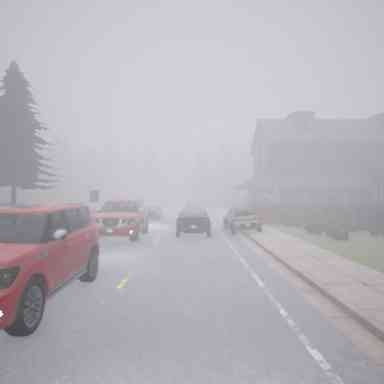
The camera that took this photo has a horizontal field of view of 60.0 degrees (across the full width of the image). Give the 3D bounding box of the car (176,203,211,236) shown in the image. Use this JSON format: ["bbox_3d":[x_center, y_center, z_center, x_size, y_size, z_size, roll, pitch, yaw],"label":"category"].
[{"bbox_3d":[0.079,1.642,19.456,1.882,1.535,5.008,0,0,0],"label":"car"}]

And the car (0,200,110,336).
[{"bbox_3d":[-3.606,1.284,7.129,2.150,2.045,5.566,0,-1,0],"label":"car"}]

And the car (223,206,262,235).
[{"bbox_3d":[2.950,1.626,20.261,1.816,1.474,4.193,-6,0,-2],"label":"car"}]

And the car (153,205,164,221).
[{"bbox_3d":[-3.596,1.853,29.684,1.895,1.301,4.718,0,0,0],"label":"car"}]

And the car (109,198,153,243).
[{"bbox_3d":[-3.611,1.369,17.425,2.150,2.045,5.566,0,0,0],"label":"car"}]
